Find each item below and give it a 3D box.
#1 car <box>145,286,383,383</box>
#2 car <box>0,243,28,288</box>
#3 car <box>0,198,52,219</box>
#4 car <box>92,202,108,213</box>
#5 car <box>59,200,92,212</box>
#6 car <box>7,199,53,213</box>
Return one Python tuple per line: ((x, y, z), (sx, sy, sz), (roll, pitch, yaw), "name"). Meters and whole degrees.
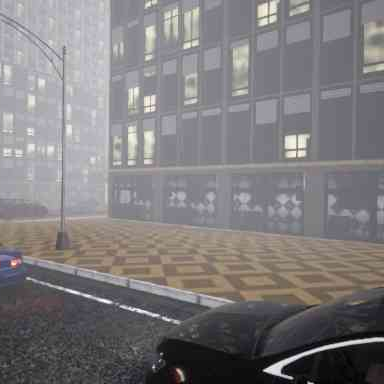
((1.805, 1.505, 2.395), (4.892, 1.490, 1.837), (0, 0, 35), "car")
((-6.115, 1.543, 8.065), (5.357, 1.411, 2.033), (0, 0, 36), "car")
((-16.068, 1.518, 30.971), (2.192, 1.841, 5.009), (1, 0, 37), "car")
((-9.253, 1.829, 40.169), (1.752, 1.417, 4.829), (1, 0, 37), "car")
((-14.336, 1.752, 43.021), (2.033, 1.411, 5.357), (1, 0, 37), "car")
((-19.548, 1.642, 40.352), (1.752, 1.417, 4.829), (1, 0, 37), "car")
